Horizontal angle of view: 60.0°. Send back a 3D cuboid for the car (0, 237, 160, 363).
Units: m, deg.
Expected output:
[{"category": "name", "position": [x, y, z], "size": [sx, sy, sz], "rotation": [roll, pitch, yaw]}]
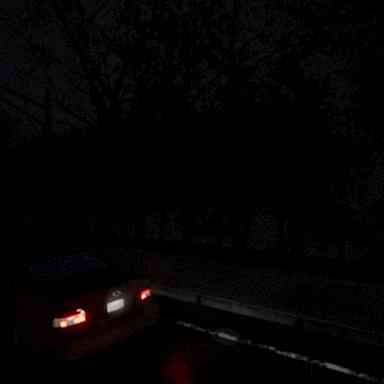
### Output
[{"category": "car", "position": [-3.053, 1.549, 5.869], "size": [5.357, 1.411, 2.033], "rotation": [0, 0, 36]}]
